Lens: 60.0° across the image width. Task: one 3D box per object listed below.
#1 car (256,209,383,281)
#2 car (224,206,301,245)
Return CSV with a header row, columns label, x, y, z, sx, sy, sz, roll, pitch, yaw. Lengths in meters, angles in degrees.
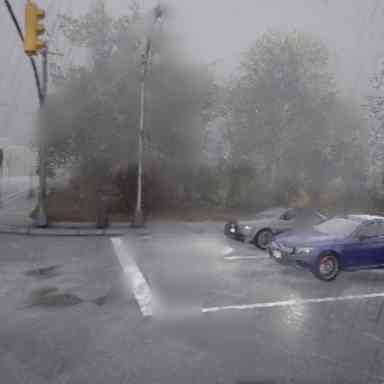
label,x,y,z,sx,sy,sz,roll,pitch,yaw
car,4.348,1.349,8.947,4.674,1.442,1.812,2,2,-18
car,3.342,1.223,12.303,4.181,1.385,1.994,2,2,-18
